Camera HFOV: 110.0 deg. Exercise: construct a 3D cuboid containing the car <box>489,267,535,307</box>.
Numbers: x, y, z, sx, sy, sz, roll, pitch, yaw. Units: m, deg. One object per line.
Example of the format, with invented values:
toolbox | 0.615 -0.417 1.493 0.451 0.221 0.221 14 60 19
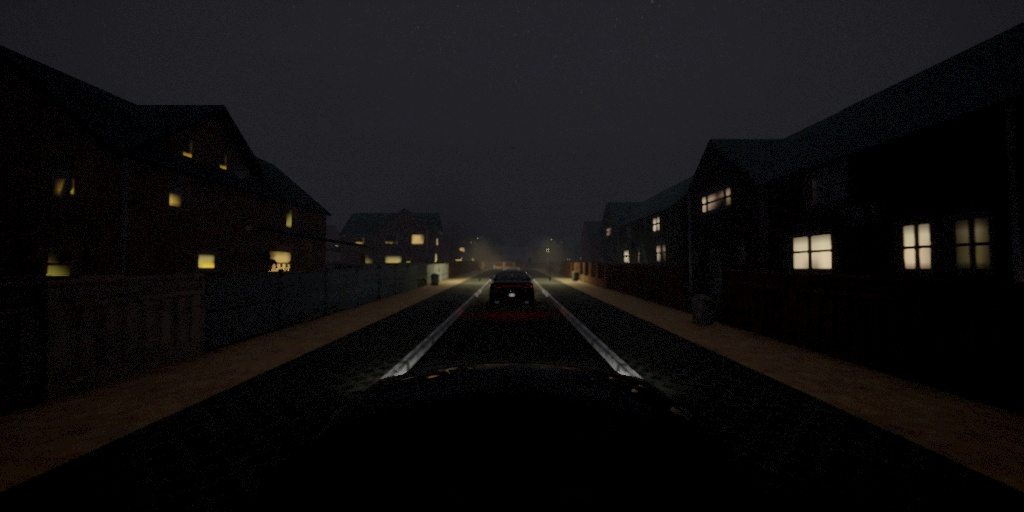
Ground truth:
car | 0.002 1.373 16.334 1.882 1.535 5.008 0 0 0
